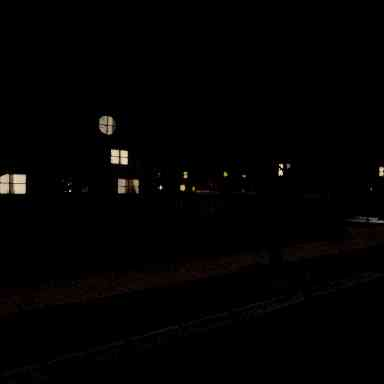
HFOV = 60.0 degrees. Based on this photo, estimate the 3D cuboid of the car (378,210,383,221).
[{"bbox_3d":[14.200,1.430,20.999,1.994,1.385,4.181,1,1,-36],"label":"car"}]
